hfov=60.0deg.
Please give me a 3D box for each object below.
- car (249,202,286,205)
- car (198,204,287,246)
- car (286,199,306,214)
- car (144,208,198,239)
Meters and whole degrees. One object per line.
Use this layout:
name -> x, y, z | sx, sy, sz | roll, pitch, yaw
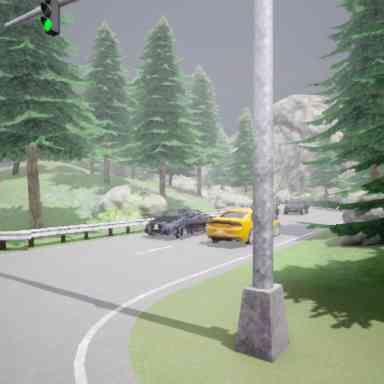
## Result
car -> 5.138, 1.499, 25.613 | 2.128, 1.511, 4.902 | 0, 0, 35
car -> 2.576, 1.537, 15.658 | 1.882, 1.535, 5.008 | 0, -1, 35
car -> 10.773, 1.513, 34.136 | 1.837, 1.490, 4.892 | 0, 0, 28
car -> -0.556, 1.571, 17.460 | 1.994, 1.385, 4.181 | 0, 0, 35
